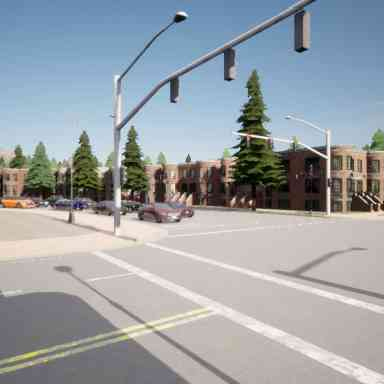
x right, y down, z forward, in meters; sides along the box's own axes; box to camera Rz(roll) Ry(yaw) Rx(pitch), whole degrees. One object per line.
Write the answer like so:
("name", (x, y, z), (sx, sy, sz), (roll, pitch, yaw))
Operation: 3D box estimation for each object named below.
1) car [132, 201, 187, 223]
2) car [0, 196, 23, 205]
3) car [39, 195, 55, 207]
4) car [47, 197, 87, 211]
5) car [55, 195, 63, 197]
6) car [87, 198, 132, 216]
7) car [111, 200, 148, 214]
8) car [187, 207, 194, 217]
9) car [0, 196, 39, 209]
("car", (-2.598, 1.526, 25.546), (1.812, 1.442, 4.674), (0, 0, -35))
("car", (-32.892, 1.492, 58.985), (4.902, 1.511, 2.128), (0, 0, 9))
("car", (-23.286, 1.492, 49.070), (4.902, 1.511, 2.128), (0, 0, 23))
("car", (-14.971, 1.601, 39.995), (4.718, 1.301, 1.895), (0, 0, 38))
("car", (-23.208, 1.352, 56.519), (4.553, 1.767, 2.097), (0, 0, 21))
("car", (-8.279, 1.547, 33.224), (2.033, 1.411, 5.357), (0, 0, -38))
("car", (-6.977, 1.601, 36.992), (1.895, 1.301, 4.718), (0, 0, -41))
("car", (-1.613, 1.564, 30.066), (1.994, 1.385, 4.181), (0, 0, -37))
("car", (-23.695, 1.352, 45.390), (4.553, 1.767, 2.097), (0, 0, 25))
